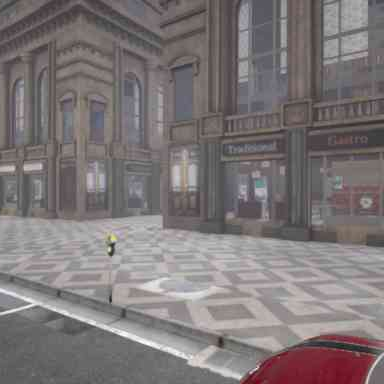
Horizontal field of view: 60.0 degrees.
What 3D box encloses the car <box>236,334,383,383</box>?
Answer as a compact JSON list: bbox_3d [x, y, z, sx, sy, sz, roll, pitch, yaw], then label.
[{"bbox_3d":[1.965,1.440,1.555,4.097,1.590,1.967,0,0,36],"label":"car"}]
